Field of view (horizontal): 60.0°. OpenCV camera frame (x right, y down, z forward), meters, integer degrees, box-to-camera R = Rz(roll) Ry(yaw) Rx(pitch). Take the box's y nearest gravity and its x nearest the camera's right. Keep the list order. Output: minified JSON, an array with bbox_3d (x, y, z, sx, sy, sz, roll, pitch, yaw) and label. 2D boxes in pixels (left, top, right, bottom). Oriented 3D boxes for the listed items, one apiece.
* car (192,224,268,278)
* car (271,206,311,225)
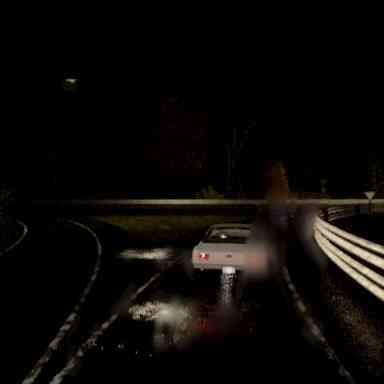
[{"bbox_3d":[1.346,1.645,10.366,1.895,1.301,4.718,0,0,11],"label":"car"},{"bbox_3d":[7.695,1.716,25.525,1.895,1.301,4.718,0,0,32],"label":"car"}]
